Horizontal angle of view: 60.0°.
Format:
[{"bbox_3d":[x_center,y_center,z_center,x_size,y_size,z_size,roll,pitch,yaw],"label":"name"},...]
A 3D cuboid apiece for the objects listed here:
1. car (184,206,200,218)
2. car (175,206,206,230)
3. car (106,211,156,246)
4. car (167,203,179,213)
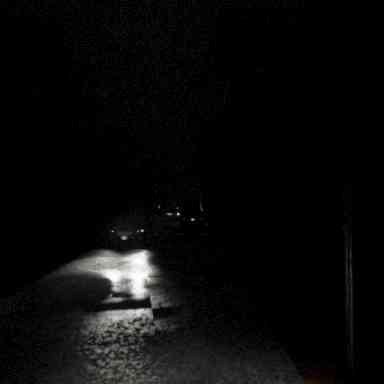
[{"bbox_3d":[-0.068,2.450,41.838,1.895,1.301,4.718,0,-2,0],"label":"car"},{"bbox_3d":[0.033,1.936,24.410,2.033,1.411,5.357,0,-1,0],"label":"car"},{"bbox_3d":[-2.888,1.724,16.579,2.128,1.511,4.902,0,-1,0],"label":"car"},{"bbox_3d":[-3.103,2.758,57.857,2.097,1.767,4.553,0,-2,0],"label":"car"}]
